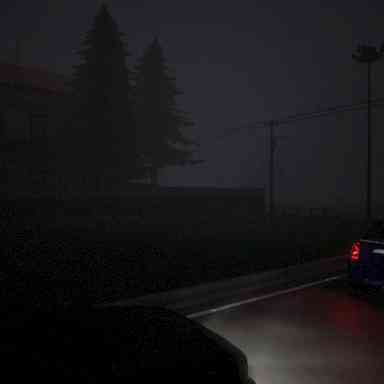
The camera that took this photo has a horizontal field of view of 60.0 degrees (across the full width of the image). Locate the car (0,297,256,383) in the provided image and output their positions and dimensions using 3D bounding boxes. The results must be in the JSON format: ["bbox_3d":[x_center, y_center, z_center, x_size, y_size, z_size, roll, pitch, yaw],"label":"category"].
[{"bbox_3d":[-2.001,1.547,2.299,5.357,1.411,2.033,0,0,-36],"label":"car"}]

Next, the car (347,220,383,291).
[{"bbox_3d":[5.698,1.352,7.818,4.553,1.767,2.097,0,0,-35],"label":"car"}]
